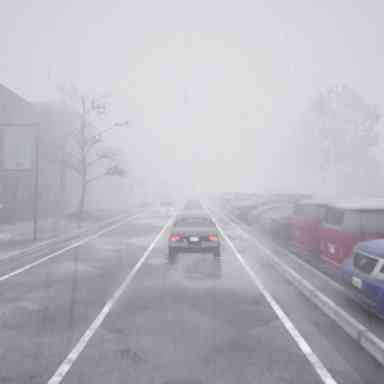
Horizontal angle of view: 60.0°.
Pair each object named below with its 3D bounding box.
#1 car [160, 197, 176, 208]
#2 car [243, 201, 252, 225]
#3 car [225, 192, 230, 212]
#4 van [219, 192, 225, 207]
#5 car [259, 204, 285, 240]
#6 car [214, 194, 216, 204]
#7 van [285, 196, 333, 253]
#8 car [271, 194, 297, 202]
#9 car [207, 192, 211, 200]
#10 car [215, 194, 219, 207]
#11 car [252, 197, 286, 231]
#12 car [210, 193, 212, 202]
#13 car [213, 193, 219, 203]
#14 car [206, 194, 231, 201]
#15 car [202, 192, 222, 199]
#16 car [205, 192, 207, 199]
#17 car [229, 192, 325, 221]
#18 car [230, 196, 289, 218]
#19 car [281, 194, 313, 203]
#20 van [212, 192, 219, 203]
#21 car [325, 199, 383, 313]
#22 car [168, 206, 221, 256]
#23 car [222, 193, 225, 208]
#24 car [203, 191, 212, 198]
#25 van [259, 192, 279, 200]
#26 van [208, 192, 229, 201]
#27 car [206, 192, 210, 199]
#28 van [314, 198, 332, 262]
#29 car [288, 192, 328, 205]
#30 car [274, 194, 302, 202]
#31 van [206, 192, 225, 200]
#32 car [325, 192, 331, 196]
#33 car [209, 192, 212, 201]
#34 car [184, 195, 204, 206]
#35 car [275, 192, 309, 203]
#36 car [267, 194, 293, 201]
[{"bbox_3d":[-3.258,1.365,45.085,1.994,1.385,4.181,0,0,0],"label":"car"},{"bbox_3d":[5.668,1.449,19.880,4.674,1.452,2.002,0,0,0],"label":"car"},{"bbox_3d":[5.634,1.127,25.485,5.566,2.045,2.435,0,0,0],"label":"car"},{"bbox_3d":[5.528,1.091,36.698,4.442,1.987,1.878,0,0,0],"label":"van"},{"bbox_3d":[5.673,1.441,14.273,4.892,1.521,2.231,0,0,0],"label":"car"},{"bbox_3d":[5.606,1.315,42.305,4.792,1.488,2.163,0,0,0],"label":"car"},{"bbox_3d":[5.801,1.229,11.469,4.442,1.987,1.878,0,0,0],"label":"van"},{"bbox_3d":[18.646,1.200,67.686,4.792,1.488,2.163,0,0,0],"label":"car"},{"bbox_3d":[5.609,1.210,56.318,5.008,1.535,2.097,0,0,0],"label":"car"},{"bbox_3d":[5.635,1.301,39.502,5.008,1.535,2.097,0,0,0],"label":"car"},{"bbox_3d":[5.706,1.299,17.075,4.553,1.767,2.185,0,0,0],"label":"car"},{"bbox_3d":[5.652,1.269,50.715,4.792,1.488,2.163,0,0,0],"label":"car"},{"bbox_3d":[5.602,1.300,45.109,4.792,1.488,2.163,0,0,0],"label":"car"},{"bbox_3d":[5.586,1.167,70.335,5.008,1.535,2.097,0,0,0],"label":"car"},{"bbox_3d":[5.606,0.893,92.760,5.566,2.045,2.435,0,0,0],"label":"car"},{"bbox_3d":[5.596,1.181,64.724,4.892,1.521,2.231,0,0,0],"label":"car"},{"bbox_3d":[5.638,1.142,22.681,5.566,2.045,2.435,0,0,0],"label":"car"},{"bbox_3d":[5.626,1.237,28.288,4.553,1.767,2.185,0,0,0],"label":"car"},{"bbox_3d":[18.683,1.195,59.331,5.008,1.535,2.097,0,0,0],"label":"car"},{"bbox_3d":[5.510,1.029,47.910,4.442,1.987,1.878,0,0,0],"label":"van"},{"bbox_3d":[5.665,1.235,5.861,5.566,2.045,2.435,0,0,0],"label":"car"},{"bbox_3d":[0.080,1.509,12.899,2.033,1.411,5.357,0,0,0],"label":"car"},{"bbox_3d":[5.680,1.206,33.895,4.553,1.767,2.185,0,0,0],"label":"car"},{"bbox_3d":[5.625,0.922,67.530,5.566,2.045,2.435,0,0,0],"label":"car"},{"bbox_3d":[18.775,0.912,81.614,4.442,1.987,1.878,0,0,0],"label":"van"},{"bbox_3d":[5.704,0.935,73.138,4.442,1.987,1.878,0,0,0],"label":"van"},{"bbox_3d":[5.576,1.218,61.926,4.792,1.488,2.163,0,0,0],"label":"car"},{"bbox_3d":[5.805,1.245,8.665,4.442,1.987,1.878,0,0,0],"label":"van"},{"bbox_3d":[18.668,0.969,53.761,5.566,2.045,2.435,0,0,0],"label":"car"},{"bbox_3d":[18.709,1.206,64.901,4.792,1.488,2.163,0,0,0],"label":"car"},{"bbox_3d":[5.465,0.922,78.745,4.442,1.987,1.878,0,0,0],"label":"van"},{"bbox_3d":[18.673,0.983,51.100,5.566,2.045,2.435,0,0,0],"label":"car"},{"bbox_3d":[5.804,1.221,53.519,5.366,1.575,1.946,0,0,0],"label":"car"},{"bbox_3d":[0.090,1.393,39.502,1.994,1.385,4.181,0,0,0],"label":"car"},{"bbox_3d":[18.656,0.933,62.117,5.566,2.045,2.435,0,0,0],"label":"car"},{"bbox_3d":[18.666,1.164,70.471,5.008,1.535,2.097,0,0,0],"label":"car"}]
